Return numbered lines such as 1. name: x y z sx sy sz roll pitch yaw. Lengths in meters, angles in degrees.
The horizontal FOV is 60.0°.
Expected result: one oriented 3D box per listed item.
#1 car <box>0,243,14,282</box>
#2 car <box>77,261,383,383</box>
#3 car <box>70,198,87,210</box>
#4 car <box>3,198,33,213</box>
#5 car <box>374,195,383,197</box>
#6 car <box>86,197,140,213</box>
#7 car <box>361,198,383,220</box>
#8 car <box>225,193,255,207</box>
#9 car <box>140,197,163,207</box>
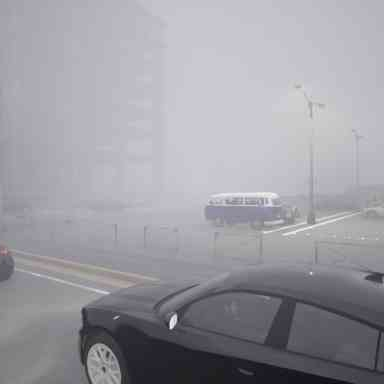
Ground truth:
1. car: -6.425 1.564 8.562 4.181 1.385 1.994 0 0 36
2. car: 0.900 1.478 3.353 5.008 1.535 1.882 0 0 36
3. car: -12.882 1.422 41.730 1.882 1.535 5.008 0 0 35
4. car: -18.723 1.422 33.525 1.882 1.535 5.008 0 0 35
5. car: 17.981 1.153 29.262 4.605 1.855 1.932 0 0 36
6. car: -8.376 1.436 35.645 2.128 1.511 4.902 0 0 35
7. car: 14.757 1.395 24.709 3.806 1.475 1.970 0 0 36
8. car: 8.757 1.165 59.747 2.150 2.045 5.566 0 0 35
9. car: -6.719 1.492 50.388 2.033 1.411 5.357 0 0 36
